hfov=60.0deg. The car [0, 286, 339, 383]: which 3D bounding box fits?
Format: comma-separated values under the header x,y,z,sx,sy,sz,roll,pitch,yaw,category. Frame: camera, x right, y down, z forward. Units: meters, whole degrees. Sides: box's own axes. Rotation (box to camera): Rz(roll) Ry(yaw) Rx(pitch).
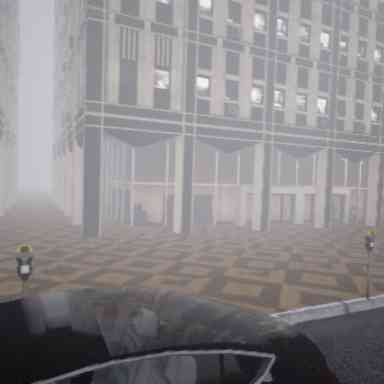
x,y,z,sx,sy,sz,roll,pitch,yaw,category
-1.054,1.423,1.996,4.313,1.339,1.947,1,2,-25,car
